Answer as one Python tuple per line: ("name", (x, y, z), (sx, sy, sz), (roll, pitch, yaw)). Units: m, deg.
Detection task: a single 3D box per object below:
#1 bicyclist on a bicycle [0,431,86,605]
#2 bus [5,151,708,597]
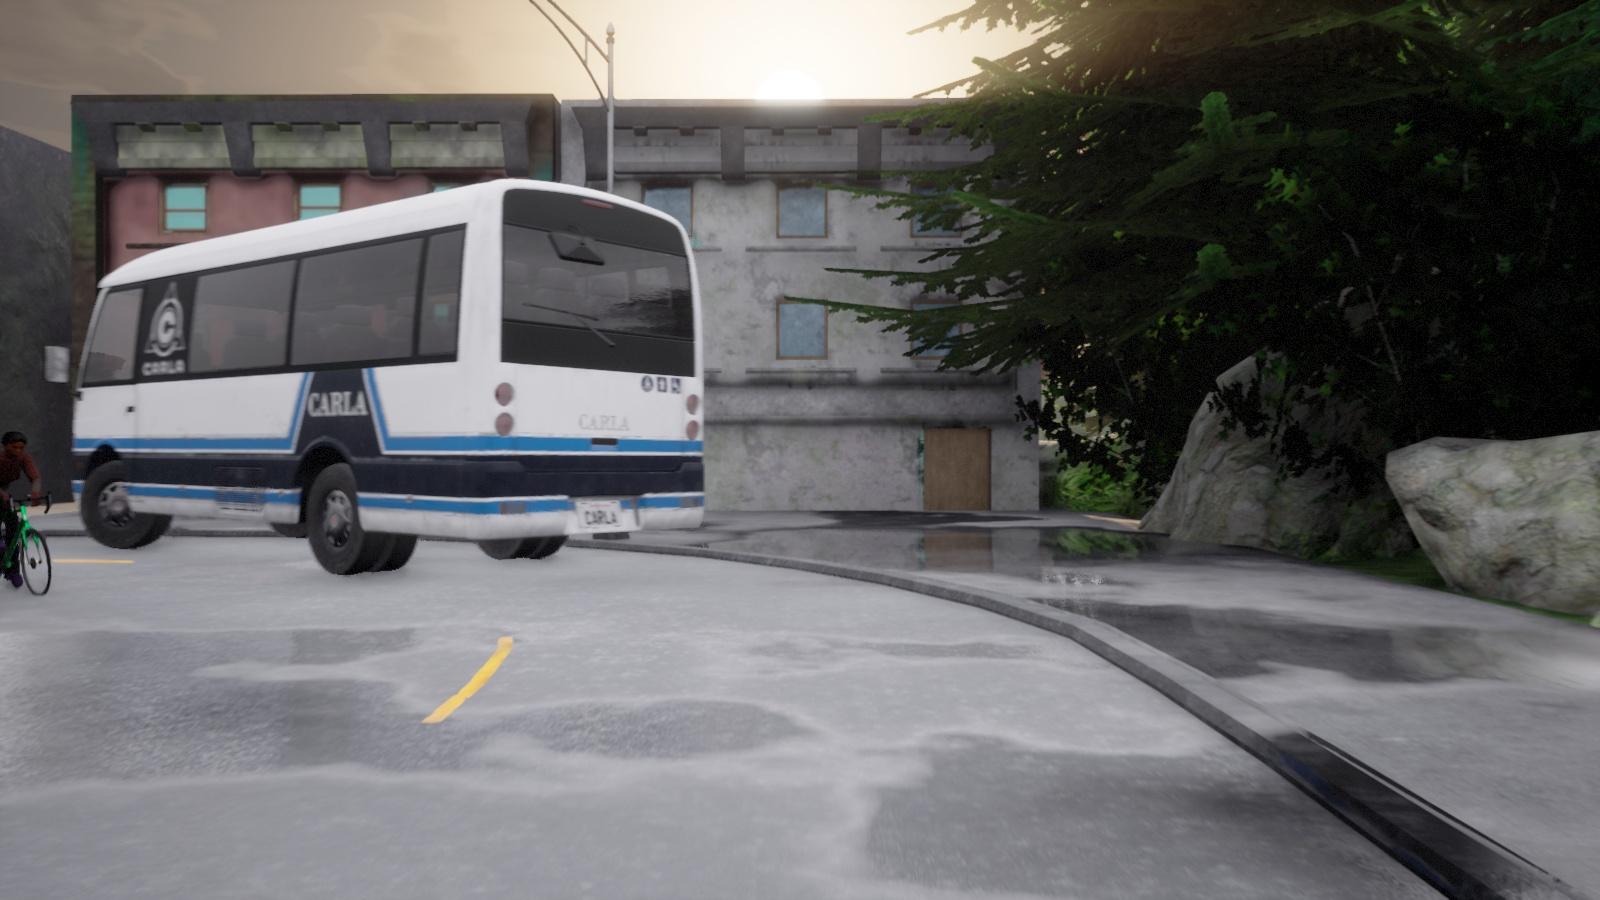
("bicyclist on a bicycle", (-7.808, 0.625, 12.397), (1.656, 1.620, 0.582), (1, 2, 33))
("bus", (-6.371, -0.728, 16.729), (10.273, 4.253, 3.944), (0, 0, 39))
